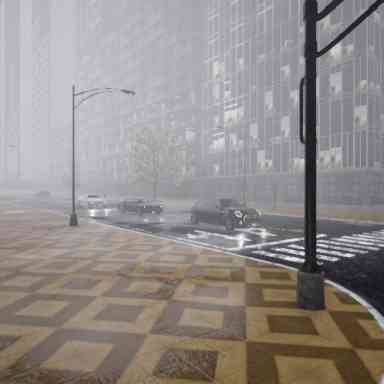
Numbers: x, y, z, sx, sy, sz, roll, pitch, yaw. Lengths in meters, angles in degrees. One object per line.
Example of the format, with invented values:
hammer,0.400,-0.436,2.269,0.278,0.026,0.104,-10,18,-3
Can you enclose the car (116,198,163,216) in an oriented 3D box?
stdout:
car,-4.287,1.168,26.993,1.895,1.301,4.718,0,1,-38

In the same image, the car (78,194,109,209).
car,-10.533,0.908,34.941,1.812,1.442,4.674,0,1,-38

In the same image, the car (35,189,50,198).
car,-28.631,0.233,63.570,1.882,1.535,5.008,0,1,-38

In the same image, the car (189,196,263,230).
car,1.872,1.101,19.189,2.097,1.767,4.553,0,1,-38
